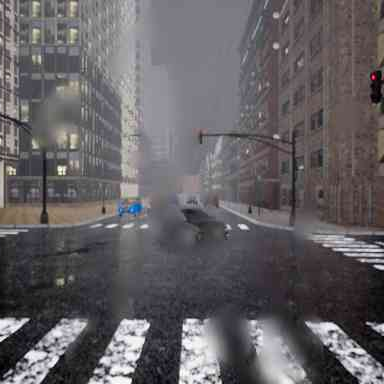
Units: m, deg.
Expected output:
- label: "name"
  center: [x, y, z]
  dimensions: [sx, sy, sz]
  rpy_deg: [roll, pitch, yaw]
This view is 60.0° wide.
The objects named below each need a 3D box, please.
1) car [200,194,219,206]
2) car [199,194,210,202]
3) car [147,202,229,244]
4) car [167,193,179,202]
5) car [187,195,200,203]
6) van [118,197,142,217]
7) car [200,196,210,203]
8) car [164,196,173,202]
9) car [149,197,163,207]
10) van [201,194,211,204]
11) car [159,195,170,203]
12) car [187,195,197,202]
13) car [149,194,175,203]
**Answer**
- label: "car"
  center: [2.719, 1.324, 47.336]
  dimensions: [2.192, 1.841, 5.009]
  rpy_deg: [0, 0, 0]
- label: "car"
  center: [2.736, 1.341, 75.090]
  dimensions: [2.192, 1.841, 5.009]
  rpy_deg: [0, 0, 0]
- label: "car"
  center: [-0.182, 1.519, 16.349]
  dimensions: [1.837, 1.490, 4.892]
  rpy_deg: [1, 2, -33]
- label: "car"
  center: [-3.060, 1.232, 49.868]
  dimensions: [2.150, 2.045, 5.566]
  rpy_deg: [0, 0, 0]
- label: "car"
  center: [0.041, 1.616, 60.209]
  dimensions: [1.895, 1.301, 4.718]
  rpy_deg: [0, 0, 0]
- label: "van"
  center: [-5.672, 1.344, 30.687]
  dimensions: [1.690, 1.788, 3.998]
  rpy_deg: [0, 0, 0]
- label: "car"
  center: [2.733, 1.572, 69.539]
  dimensions: [2.008, 1.369, 4.403]
  rpy_deg: [0, 0, 0]
- label: "car"
  center: [-5.641, 1.581, 80.645]
  dimensions: [2.008, 1.369, 4.403]
  rpy_deg: [0, 0, 0]
- label: "car"
  center: [-5.658, 1.537, 52.720]
  dimensions: [1.752, 1.417, 4.829]
  rpy_deg: [0, 0, 0]
- label: "van"
  center: [2.729, 1.359, 63.988]
  dimensions: [1.690, 1.788, 3.998]
  rpy_deg: [0, 0, 0]
- label: "car"
  center: [-5.648, 1.462, 69.543]
  dimensions: [1.967, 1.590, 4.097]
  rpy_deg: [0, 0, 0]
- label: "car"
  center: [0.046, 1.412, 70.185]
  dimensions: [2.033, 1.411, 5.357]
  rpy_deg: [0, 0, 0]
- label: "car"
  center: [-3.080, 1.354, 32.361]
  dimensions: [2.097, 1.767, 4.553]
  rpy_deg: [0, 0, 0]
